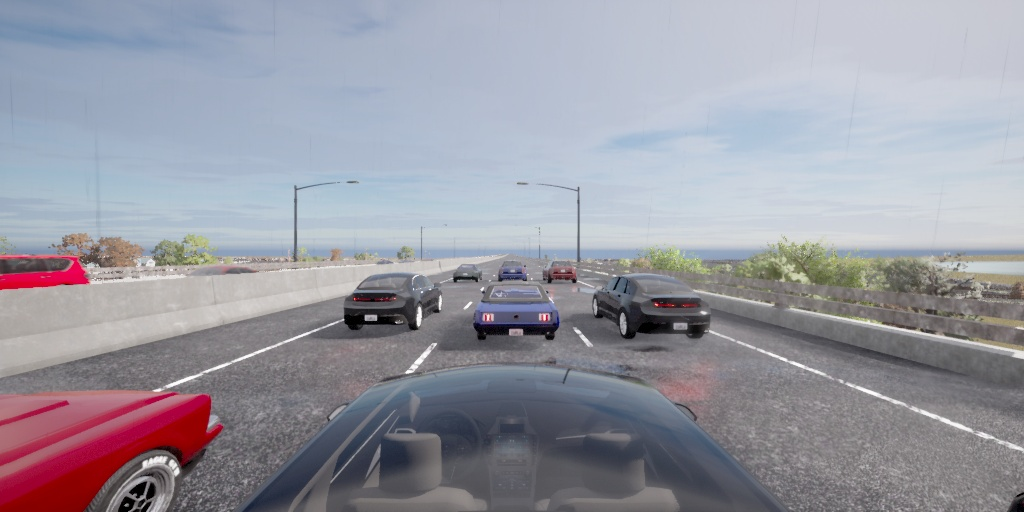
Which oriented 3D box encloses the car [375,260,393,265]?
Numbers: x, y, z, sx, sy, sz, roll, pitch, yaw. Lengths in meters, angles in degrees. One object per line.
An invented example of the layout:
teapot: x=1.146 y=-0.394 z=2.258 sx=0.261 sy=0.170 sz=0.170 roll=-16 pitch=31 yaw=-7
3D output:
car: x=-21.086 y=1.288 z=59.216 sx=1.994 sy=1.385 sz=4.181 roll=0 pitch=0 yaw=0

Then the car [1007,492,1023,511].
car: x=3.600 y=1.314 z=0.112 sx=1.994 sy=1.385 sz=4.181 roll=0 pitch=0 yaw=0

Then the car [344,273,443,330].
car: x=-3.413 y=1.251 z=11.087 sx=1.837 sy=1.490 sz=4.892 roll=0 pitch=0 yaw=0

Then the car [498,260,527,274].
car: x=0.062 y=1.092 z=27.539 sx=2.097 sy=1.767 sz=4.553 roll=0 pitch=0 yaw=0

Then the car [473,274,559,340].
car: x=0.089 y=1.348 z=9.911 sx=1.895 sy=1.301 sz=4.718 roll=0 pitch=0 yaw=0

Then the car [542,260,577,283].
car: x=3.569 y=1.092 z=27.544 sx=2.097 sy=1.767 sz=4.553 roll=0 pitch=0 yaw=-1

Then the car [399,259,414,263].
car: x=-17.580 y=1.270 z=59.995 sx=2.033 sy=1.411 sz=5.357 roll=0 pitch=0 yaw=0

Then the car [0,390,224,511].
car: x=-3.400 y=1.351 z=0.893 sx=1.895 sy=1.301 sz=4.718 roll=0 pitch=0 yaw=0

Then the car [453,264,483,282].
car: x=-3.437 y=1.303 z=28.366 sx=1.994 sy=1.385 sz=4.181 roll=0 pitch=0 yaw=0

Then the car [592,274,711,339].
car: x=3.588 y=1.252 z=10.067 sx=1.837 sy=1.490 sz=4.892 roll=0 pitch=0 yaw=0

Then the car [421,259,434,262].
car: x=-14.079 y=1.239 z=60.117 sx=1.882 sy=1.535 sz=5.008 roll=0 pitch=0 yaw=0

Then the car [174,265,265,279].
car: x=-14.122 y=1.221 z=17.269 sx=1.882 sy=1.535 sz=5.008 roll=0 pitch=0 yaw=0

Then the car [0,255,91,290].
car: x=-17.614 y=0.968 z=11.720 sx=2.150 sy=2.045 sz=5.566 roll=0 pitch=0 yaw=0
